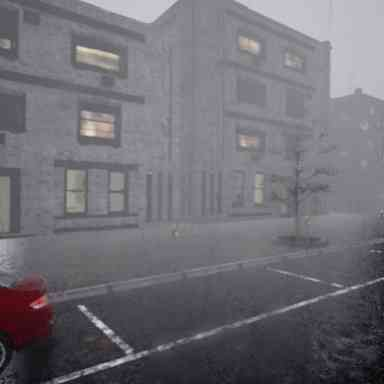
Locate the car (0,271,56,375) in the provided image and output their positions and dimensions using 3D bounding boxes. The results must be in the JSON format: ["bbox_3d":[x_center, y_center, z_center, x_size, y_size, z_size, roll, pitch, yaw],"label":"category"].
[{"bbox_3d":[-3.825,1.581,3.821,4.206,1.307,1.802,0,1,-36],"label":"car"}]
